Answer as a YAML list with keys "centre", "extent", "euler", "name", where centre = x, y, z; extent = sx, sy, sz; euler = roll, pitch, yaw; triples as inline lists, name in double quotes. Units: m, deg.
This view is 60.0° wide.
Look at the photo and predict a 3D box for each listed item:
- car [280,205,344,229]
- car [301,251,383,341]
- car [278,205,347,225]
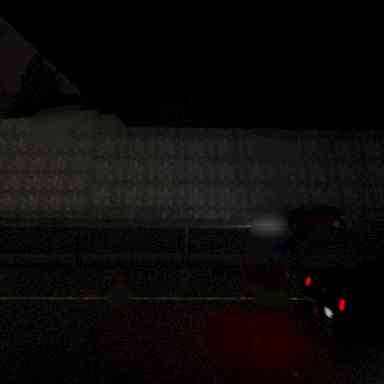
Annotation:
- centre: [8.343, 1.823, 23.277]
  extent: [4.181, 1.385, 1.994]
  euler: [1, 0, -2]
  name: "car"
- centre: [4.426, 1.684, 5.466]
  extent: [4.718, 1.301, 1.895]
  euler: [1, 0, -2]
  name: "car"
- centre: [9.663, 1.804, 26.815]
  extent: [4.892, 1.490, 1.837]
  euler: [1, 0, -2]
  name: "car"
